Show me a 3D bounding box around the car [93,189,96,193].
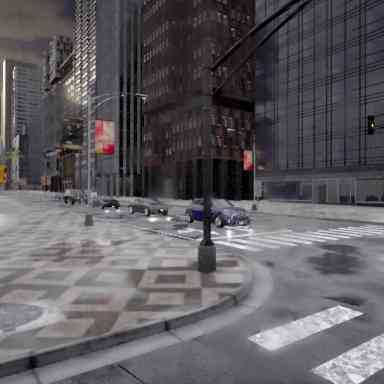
[{"bbox_3d":[-19.631,0.457,62.319,2.150,2.045,5.566,0,0,-35],"label":"car"}]

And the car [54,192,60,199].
[{"bbox_3d":[-25.502,0.699,65.012,2.033,1.411,5.357,0,1,-35],"label":"car"}]

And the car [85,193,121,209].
[{"bbox_3d":[-9.703,1.095,36.655,2.033,1.411,5.357,0,1,-35],"label":"car"}]

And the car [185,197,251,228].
[{"bbox_3d":[1.531,1.147,20.724,2.097,1.767,4.553,0,1,-35],"label":"car"}]

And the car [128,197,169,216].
[{"bbox_3d":[-3.760,1.182,28.222,1.837,1.490,4.892,0,1,-35],"label":"car"}]

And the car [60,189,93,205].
[{"bbox_3d":[-15.840,0.635,45.419,2.150,2.045,5.566,0,1,-35],"label":"car"}]
